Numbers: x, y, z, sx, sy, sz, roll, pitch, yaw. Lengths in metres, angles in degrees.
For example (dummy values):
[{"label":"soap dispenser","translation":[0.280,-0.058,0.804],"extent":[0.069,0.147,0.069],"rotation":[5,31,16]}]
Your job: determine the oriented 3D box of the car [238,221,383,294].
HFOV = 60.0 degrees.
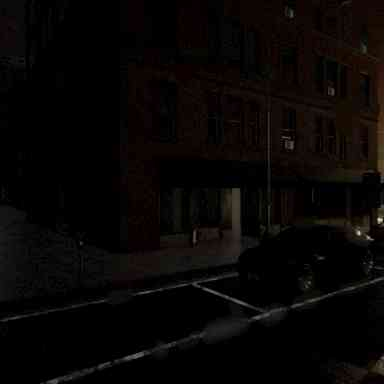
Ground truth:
[{"label":"car","translation":[3.165,1.566,8.801],"extent":[4.313,1.339,1.947],"rotation":[0,0,-36]}]
